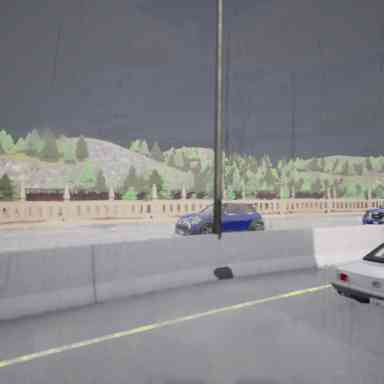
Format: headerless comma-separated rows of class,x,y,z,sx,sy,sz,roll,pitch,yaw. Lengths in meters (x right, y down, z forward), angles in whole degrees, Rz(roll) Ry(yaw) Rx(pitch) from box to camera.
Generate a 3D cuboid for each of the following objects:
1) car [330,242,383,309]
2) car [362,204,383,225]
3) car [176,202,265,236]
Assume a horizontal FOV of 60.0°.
car,5.082,1.617,6.758,4.718,1.301,1.895,0,0,-30
car,12.046,1.274,18.489,5.566,2.045,2.150,0,0,-26
car,1.446,1.337,16.941,4.553,1.767,2.097,0,0,-29
